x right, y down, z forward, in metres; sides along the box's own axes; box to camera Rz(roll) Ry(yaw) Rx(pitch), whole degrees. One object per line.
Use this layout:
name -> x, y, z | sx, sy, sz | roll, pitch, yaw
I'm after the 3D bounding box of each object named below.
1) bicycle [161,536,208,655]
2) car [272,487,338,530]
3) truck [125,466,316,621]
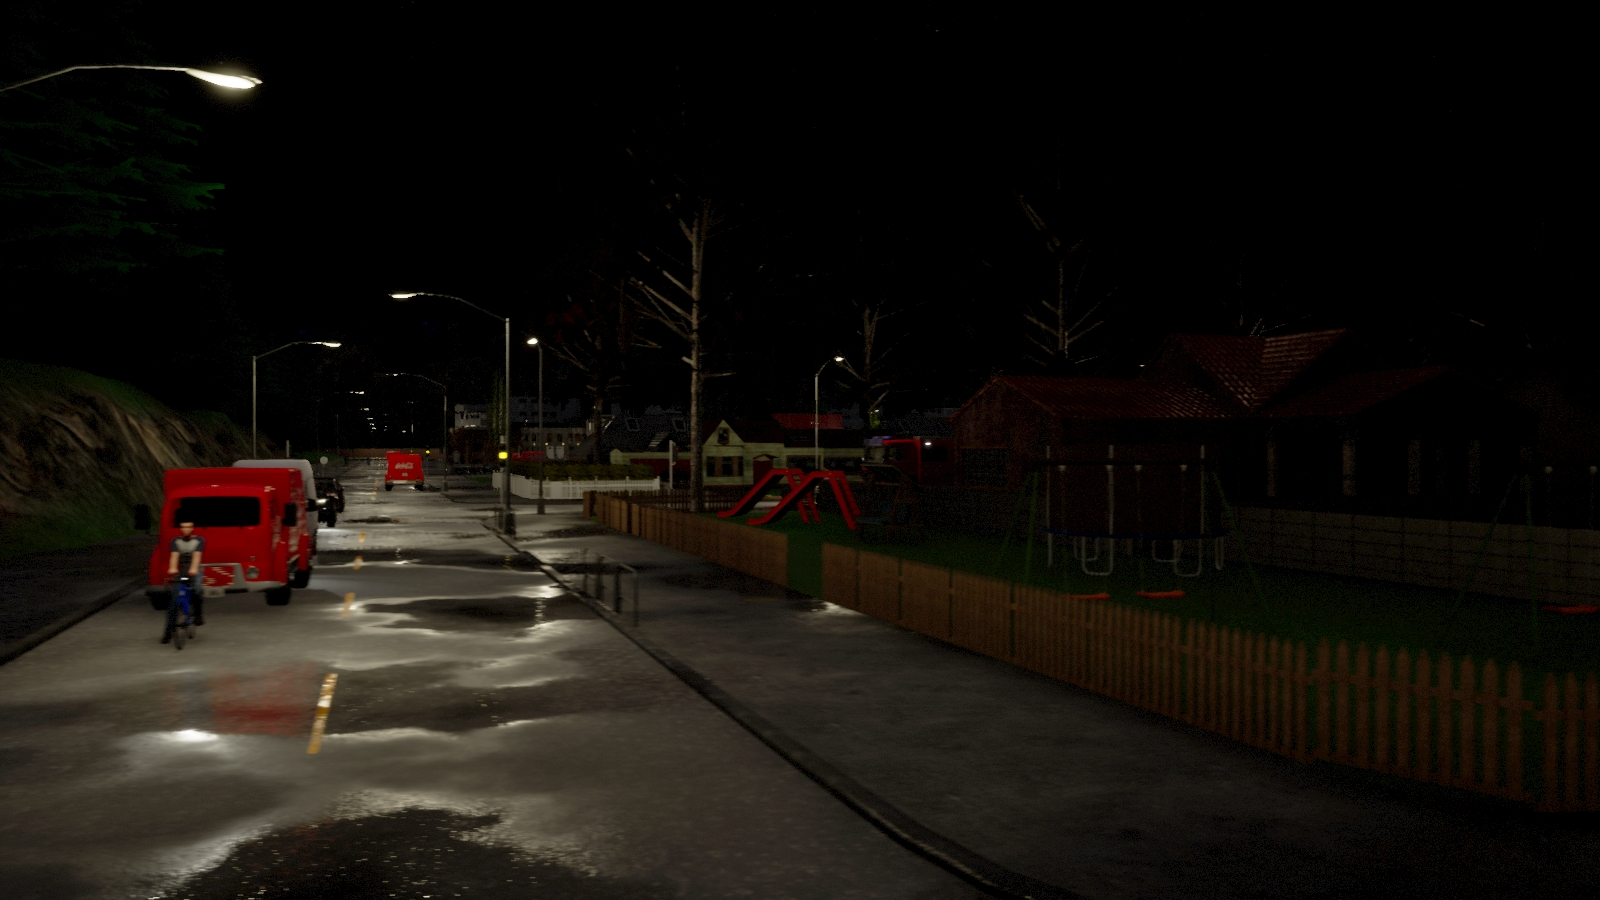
bicycle -> -8.863, 2.056, 16.484 | 0.373, 1.496, 1.643 | 0, 0, -20
car -> -18.225, 2.118, 42.225 | 1.994, 1.385, 4.181 | 0, 0, -20
truck -> -10.744, 1.568, 21.663 | 2.627, 2.467, 5.204 | 0, 0, -20
